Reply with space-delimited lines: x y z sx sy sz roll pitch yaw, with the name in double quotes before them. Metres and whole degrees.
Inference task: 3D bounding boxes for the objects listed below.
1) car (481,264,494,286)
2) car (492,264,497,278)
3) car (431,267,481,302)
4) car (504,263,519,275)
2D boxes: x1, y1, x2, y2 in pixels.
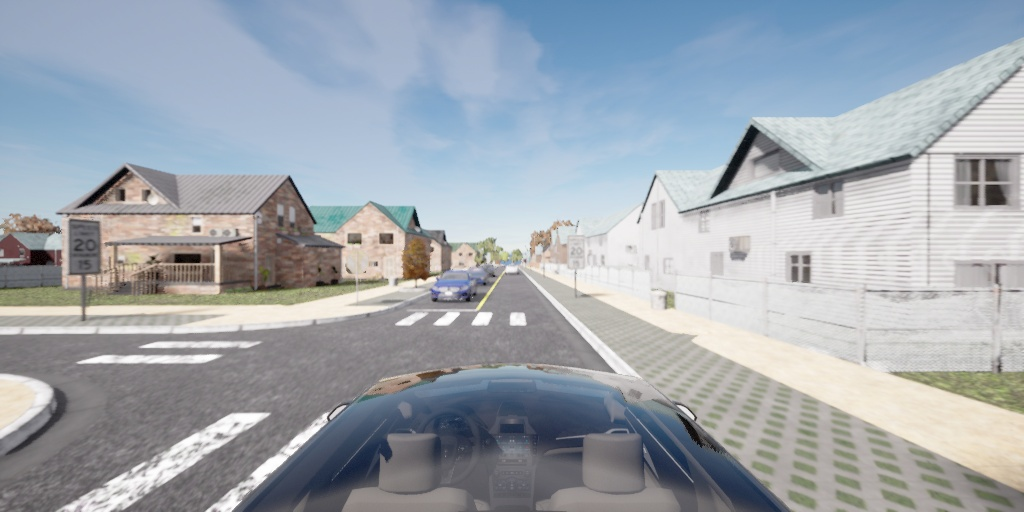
"car" -2.855 1.609 29.185 2.033 1.411 5.357 0 -1 0
"car" -2.844 1.730 42.091 1.837 1.490 4.892 0 0 0
"car" -2.852 1.461 18.481 1.812 1.442 4.674 0 -1 0
"car" -0.011 1.862 49.791 1.812 1.442 4.674 0 -1 0
